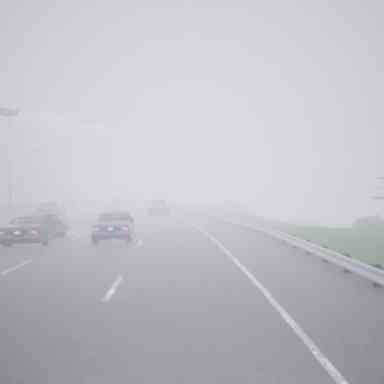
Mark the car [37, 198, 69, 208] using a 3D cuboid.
[{"bbox_3d":[-13.819,1.662,32.670,2.097,1.767,4.553,-1,0,-12],"label":"car"}]

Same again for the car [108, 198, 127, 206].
[{"bbox_3d":[-11.973,1.715,52.157,2.097,1.767,4.553,-1,0,-19],"label":"car"}]

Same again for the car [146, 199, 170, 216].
[{"bbox_3d":[-3.705,1.540,35.370,2.097,1.767,4.553,-1,0,-13],"label":"car"}]

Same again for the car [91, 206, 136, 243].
[{"bbox_3d":[-3.872,1.665,16.805,2.033,1.411,5.357,-1,0,-8],"label":"car"}]

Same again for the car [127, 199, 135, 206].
[{"bbox_3d":[-12.119,1.969,62.367,1.994,1.385,4.181,-1,0,-23],"label":"car"}]

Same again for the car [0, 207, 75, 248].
[{"bbox_3d":[-7.342,1.707,15.831,2.033,1.411,5.357,-1,0,-8],"label":"car"}]

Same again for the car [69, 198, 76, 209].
[{"bbox_3d":[-19.910,1.825,53.676,2.097,1.767,4.553,-1,0,-21],"label":"car"}]

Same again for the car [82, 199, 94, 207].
[{"bbox_3d":[-19.080,2.017,60.940,1.812,1.442,4.674,0,0,-23],"label":"car"}]
